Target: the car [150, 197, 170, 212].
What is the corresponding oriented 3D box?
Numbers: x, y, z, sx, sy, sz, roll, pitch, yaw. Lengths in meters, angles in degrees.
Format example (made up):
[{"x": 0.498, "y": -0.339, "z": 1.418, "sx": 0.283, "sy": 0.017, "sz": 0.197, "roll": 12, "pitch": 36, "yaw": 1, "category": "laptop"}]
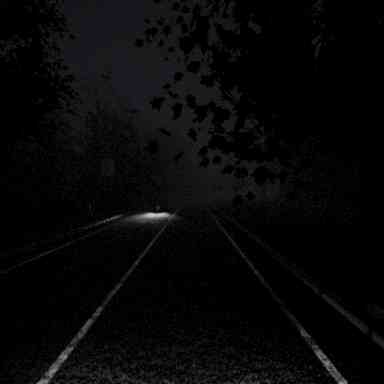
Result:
[{"x": -3.408, "y": 1.346, "z": 35.910, "sx": 2.128, "sy": 1.511, "sz": 4.902, "roll": 0, "pitch": 0, "yaw": 0, "category": "car"}]
